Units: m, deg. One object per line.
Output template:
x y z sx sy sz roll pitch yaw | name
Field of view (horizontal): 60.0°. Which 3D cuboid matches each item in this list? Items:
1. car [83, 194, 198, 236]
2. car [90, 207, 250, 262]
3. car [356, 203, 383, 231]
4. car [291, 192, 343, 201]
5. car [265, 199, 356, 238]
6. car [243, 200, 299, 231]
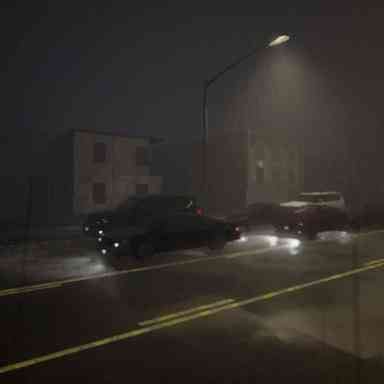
-2.096 1.151 15.383 5.566 2.045 2.150 0 0 -36 | car
-0.632 1.484 12.134 5.357 1.411 2.033 -1 0 -35 | car
9.863 1.375 19.554 5.357 1.411 2.033 -2 1 -35 | car
8.256 1.031 22.708 5.566 2.045 2.150 -1 0 -34 | car
6.051 1.357 16.782 4.181 1.385 1.994 -5 3 -35 | car
4.047 1.384 19.654 4.674 1.442 1.812 -1 0 -36 | car
